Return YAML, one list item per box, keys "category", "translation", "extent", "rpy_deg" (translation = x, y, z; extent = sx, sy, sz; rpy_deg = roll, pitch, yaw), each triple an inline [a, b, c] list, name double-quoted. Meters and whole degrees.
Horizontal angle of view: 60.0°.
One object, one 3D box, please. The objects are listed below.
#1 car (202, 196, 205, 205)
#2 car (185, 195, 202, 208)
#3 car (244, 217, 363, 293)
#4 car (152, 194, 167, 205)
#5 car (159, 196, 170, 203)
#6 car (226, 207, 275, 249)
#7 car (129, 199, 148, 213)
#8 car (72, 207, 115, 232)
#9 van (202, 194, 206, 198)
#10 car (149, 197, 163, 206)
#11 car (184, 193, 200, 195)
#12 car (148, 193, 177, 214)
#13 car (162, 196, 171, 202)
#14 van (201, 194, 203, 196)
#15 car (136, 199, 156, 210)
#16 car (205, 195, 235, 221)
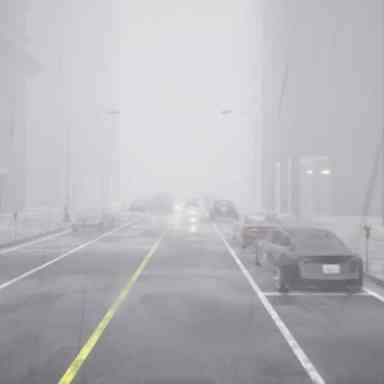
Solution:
- category: "car"
  translation: [2.744, 1.530, 42.377]
  extent: [2.008, 1.369, 4.403]
  rpy_deg: [0, 0, 0]
- category: "car"
  translation: [-0.010, 1.525, 46.766]
  extent: [2.033, 1.411, 5.357]
  rpy_deg: [0, 0, 0]
- category: "car"
  translation: [2.758, 1.561, 8.664]
  extent: [1.947, 1.339, 4.313]
  rpy_deg: [0, 0, 0]
- category: "car"
  translation: [-5.789, 1.289, 59.211]
  extent: [2.192, 1.841, 5.009]
  rpy_deg: [0, 0, 0]
- category: "car"
  translation: [-5.793, 1.516, 70.448]
  extent: [1.887, 1.381, 4.507]
  rpy_deg: [0, 0, 0]
- category: "car"
  translation: [2.756, 1.537, 14.283]
  extent: [1.887, 1.381, 4.507]
  rpy_deg: [0, 0, 0]
- category: "car"
  translation: [-5.779, 1.526, 36.738]
  extent: [1.887, 1.381, 4.507]
  rpy_deg: [0, 0, 0]
- category: "car"
  translation: [-5.772, 1.571, 19.883]
  extent: [1.802, 1.307, 4.206]
  rpy_deg: [0, 0, 0]
- category: "van"
  translation: [2.741, 1.318, 47.996]
  extent: [1.690, 1.788, 3.998]
  rpy_deg: [0, 0, 0]
- category: "car"
  translation: [-5.786, 1.557, 53.593]
  extent: [1.802, 1.307, 4.206]
  rpy_deg: [0, 0, 0]
- category: "car"
  translation: [-0.028, 1.467, 65.860]
  extent: [2.128, 1.511, 4.902]
  rpy_deg: [0, 0, 0]
- category: "car"
  translation: [-3.113, 1.201, 35.972]
  extent: [2.150, 2.045, 5.566]
  rpy_deg: [0, 0, 0]
- category: "car"
  translation: [-5.796, 1.553, 76.066]
  extent: [1.802, 1.307, 4.206]
  rpy_deg: [0, 0, 0]
- category: "van"
  translation: [2.739, 1.317, 53.614]
  extent: [1.690, 1.788, 3.998]
  rpy_deg: [0, 0, 0]
- category: "car"
  translation: [-5.781, 1.545, 42.356]
  extent: [1.947, 1.339, 4.313]
  rpy_deg: [0, 0, 0]
- category: "car"
  translation: [2.375, 1.341, 26.931]
  extent: [2.097, 1.767, 4.553]
  rpy_deg: [0, 0, 0]
